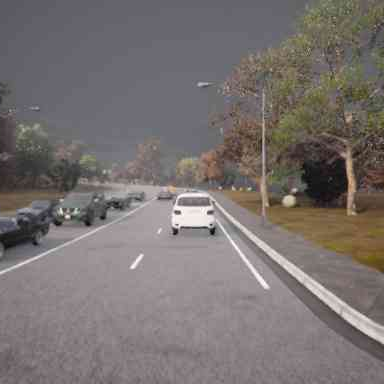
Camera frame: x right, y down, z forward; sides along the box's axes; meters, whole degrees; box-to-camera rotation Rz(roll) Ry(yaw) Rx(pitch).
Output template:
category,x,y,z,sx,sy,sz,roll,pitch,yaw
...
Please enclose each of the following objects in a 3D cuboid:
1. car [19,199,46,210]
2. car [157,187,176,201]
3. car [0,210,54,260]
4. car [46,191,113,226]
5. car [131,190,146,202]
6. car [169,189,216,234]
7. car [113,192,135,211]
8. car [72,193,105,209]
category,x,y,z,sx,sy,sz,roll,pitch,yaw
car,-10.579,1.255,23.861,2.033,1.411,5.357,0,2,1
car,-3.503,0.385,43.773,1.994,1.385,4.181,0,3,0
car,-7.087,1.555,12.211,1.895,1.301,4.718,0,1,-1
car,-7.091,0.989,21.723,2.150,2.045,5.566,0,2,0
car,-7.002,0.440,42.337,2.033,1.411,5.357,0,3,0
car,0.099,1.076,18.264,2.150,2.045,5.566,0,1,0
car,-7.042,1.015,31.656,1.895,1.301,4.718,0,2,1
car,-10.511,0.903,34.139,1.895,1.301,4.718,0,3,0
